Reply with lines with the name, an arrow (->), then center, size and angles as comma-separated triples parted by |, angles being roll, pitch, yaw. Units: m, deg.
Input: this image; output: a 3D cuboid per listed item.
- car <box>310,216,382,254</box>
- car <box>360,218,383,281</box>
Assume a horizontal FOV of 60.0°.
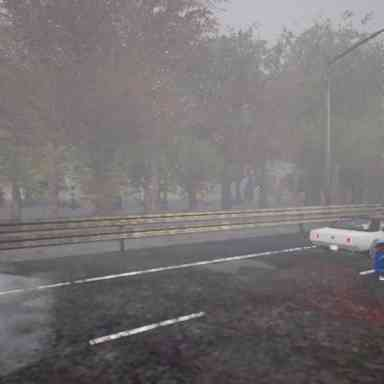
car -> 6.625, 1.552, 12.246 | 4.718, 1.301, 1.895 | 0, 0, -32
car -> 6.477, 1.444, 8.043 | 5.008, 1.535, 1.882 | 0, 0, -32
